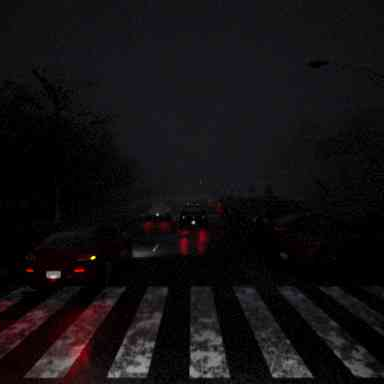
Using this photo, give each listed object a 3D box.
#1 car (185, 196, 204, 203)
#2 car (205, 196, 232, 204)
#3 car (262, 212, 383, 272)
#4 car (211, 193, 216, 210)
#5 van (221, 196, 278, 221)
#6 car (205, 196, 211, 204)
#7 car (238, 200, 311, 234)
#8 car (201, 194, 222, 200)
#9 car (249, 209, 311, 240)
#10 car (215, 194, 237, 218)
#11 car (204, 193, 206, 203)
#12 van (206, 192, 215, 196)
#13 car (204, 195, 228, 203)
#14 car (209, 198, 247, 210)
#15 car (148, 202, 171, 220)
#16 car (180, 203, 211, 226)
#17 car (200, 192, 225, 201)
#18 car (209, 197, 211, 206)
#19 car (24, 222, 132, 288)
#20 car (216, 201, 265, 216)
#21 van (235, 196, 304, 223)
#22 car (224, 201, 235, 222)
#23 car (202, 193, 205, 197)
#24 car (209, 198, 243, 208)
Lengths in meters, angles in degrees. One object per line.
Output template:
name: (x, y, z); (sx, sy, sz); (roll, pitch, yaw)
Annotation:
car: (0.102, 1.660, 41.417); (2.128, 1.511, 4.902); (0, 0, 0)
car: (5.102, 1.540, 64.706); (4.792, 1.488, 2.163); (1, 0, -20)
car: (5.045, 1.571, 10.947); (4.792, 1.488, 2.163); (1, 0, -20)
car: (5.102, 1.390, 31.878); (5.566, 2.045, 2.435); (1, 0, -20)
van: (4.967, 1.400, 28.835); (4.442, 1.987, 1.878); (1, 0, -20)
car: (4.902, 1.649, 43.733); (5.366, 1.575, 1.946); (1, 0, -20)
car: (5.044, 1.444, 16.938); (4.553, 1.767, 2.185); (1, -1, -20)
car: (5.083, 1.356, 85.565); (5.008, 1.535, 2.097); (1, 1, -20)
car: (5.067, 1.596, 13.965); (4.674, 1.452, 2.002); (1, -1, -20)
car: (5.051, 1.361, 25.882); (5.566, 2.045, 2.435); (1, 0, -20)
car: (5.047, 1.469, 55.733); (4.553, 1.767, 2.185); (1, 0, -20)
van: (4.970, 1.391, 52.705); (4.442, 1.987, 1.878); (1, 1, -20)
car: (5.072, 1.494, 70.659); (4.674, 1.452, 2.002); (1, 0, -20)
car: (5.100, 1.678, 46.802); (4.792, 1.488, 2.163); (1, 0, -20)
car: (-2.897, 1.671, 30.152); (1.812, 1.442, 4.674); (0, 0, 0)
car: (0.102, 1.717, 24.098); (1.895, 1.301, 4.718); (0, 0, 0)
car: (5.107, 1.119, 82.599); (5.566, 2.045, 2.435); (1, 0, -20)
car: (5.046, 1.687, 40.806); (4.792, 1.488, 2.163); (1, 0, -20)
car: (-2.900, 1.571, 9.271); (1.812, 1.442, 4.674); (0, 0, 0)
car: (5.069, 1.689, 34.848); (4.674, 1.452, 2.002); (1, 0, -20)
van: (5.183, 1.360, 19.974); (4.442, 1.987, 1.878); (1, -1, -20)
car: (5.066, 1.600, 22.912); (4.892, 1.521, 2.231); (1, -1, -20)
car: (4.902, 1.535, 61.644); (5.366, 1.575, 1.946); (1, 1, -20)
car: (5.069, 1.673, 49.775); (4.674, 1.452, 2.002); (1, 0, -20)
